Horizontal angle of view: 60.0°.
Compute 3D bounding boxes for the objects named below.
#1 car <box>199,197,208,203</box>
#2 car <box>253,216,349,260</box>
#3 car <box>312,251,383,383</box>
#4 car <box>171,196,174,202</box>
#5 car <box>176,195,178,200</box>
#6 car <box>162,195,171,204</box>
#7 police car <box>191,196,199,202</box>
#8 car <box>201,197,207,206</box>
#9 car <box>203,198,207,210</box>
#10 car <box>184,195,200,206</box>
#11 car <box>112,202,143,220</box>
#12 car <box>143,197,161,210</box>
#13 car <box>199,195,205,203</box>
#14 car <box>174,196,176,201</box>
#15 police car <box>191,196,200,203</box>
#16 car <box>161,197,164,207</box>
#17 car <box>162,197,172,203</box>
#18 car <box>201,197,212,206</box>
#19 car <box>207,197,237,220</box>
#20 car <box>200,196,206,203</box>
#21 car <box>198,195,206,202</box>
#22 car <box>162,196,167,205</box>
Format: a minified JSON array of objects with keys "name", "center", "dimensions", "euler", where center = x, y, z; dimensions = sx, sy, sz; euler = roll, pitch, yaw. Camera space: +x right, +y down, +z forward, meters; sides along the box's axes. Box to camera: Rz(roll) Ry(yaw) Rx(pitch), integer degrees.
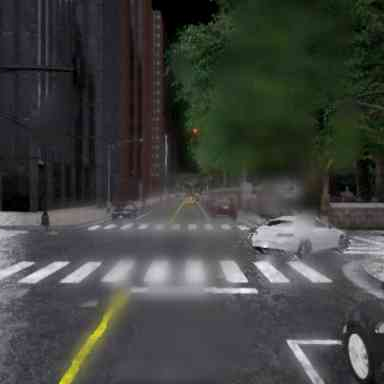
[{"name":"car","center":[2.689,1.833,78.536],"dimensions":[1.752,1.417,4.829],"euler":[0,0,0]},{"name":"car","center":[4.237,1.647,12.842],"dimensions":[4.674,1.442,1.812],"euler":[2,-3,-41]},{"name":"car","center":[2.762,1.559,2.593],"dimensions":[2.008,1.369,4.403],"euler":[0,0,0]},{"name":"car","center":[-5.830,1.598,72.897],"dimensions":[2.192,1.841,5.009],"euler":[0,0,0]},{"name":"car","center":[-5.851,1.823,94.725],"dimensions":[1.967,1.590,4.097],"euler":[0,0,0]},{"name":"car","center":[-5.825,1.841,67.439],"dimensions":[1.802,1.307,4.206],"euler":[0,0,0]},{"name":"police car","center":[0.798,1.786,90.022],"dimensions":[1.930,1.638,5.238],"euler":[0,0,0]},{"name":"car","center":[2.721,1.719,45.626],"dimensions":[2.008,1.369,4.403],"euler":[0,0,0]},{"name":"car","center":[2.726,1.711,40.170],"dimensions":[1.947,1.339,4.313],"euler":[0,0,0]},{"name":"car","center":[-0.004,1.703,59.281],"dimensions":[1.882,1.535,5.008],"euler":[0,0,0]},{"name":"car","center":[-5.789,1.666,29.240],"dimensions":[1.947,1.339,4.313],"euler":[0,0,0]},{"name":"car","center":[-5.805,1.719,45.611],"dimensions":[2.008,1.369,4.403],"euler":[0,0,0]},{"name":"car","center":[2.710,1.654,56.540],"dimensions":[1.967,1.590,4.097],"euler":[0,0,0]},{"name":"car","center":[-5.841,1.876,83.810],"dimensions":[1.887,1.381,4.507],"euler":[0,0,0]},{"name":"police car","center":[0.826,1.740,80.022],"dimensions":[1.930,1.638,5.238],"euler":[0,0,0]},{"name":"car","center":[-5.810,1.773,51.068],"dimensions":[1.802,1.307,4.206],"euler":[0,0,0]},{"name":"car","center":[-5.836,1.851,78.353],"dimensions":[1.887,1.381,4.507],"euler":[0,0,0]},{"name":"car","center":[2.705,1.676,61.997],"dimensions":[1.967,1.590,4.097],"euler":[0,0,0]},{"name":"car","center":[2.736,1.415,29.259],"dimensions":[2.192,1.841,5.009],"euler":[0,0,0]},{"name":"car","center":[2.715,1.742,51.083],"dimensions":[2.008,1.369,4.403],"euler":[0,0,0]},{"name":"car","center":[2.679,1.672,89.280],"dimensions":[2.192,1.841,5.009],"euler":[0,0,0]},{"name":"car","center":[-5.815,1.796,56.525],"dimensions":[1.802,1.307,4.206],"euler":[0,0,0]}]
